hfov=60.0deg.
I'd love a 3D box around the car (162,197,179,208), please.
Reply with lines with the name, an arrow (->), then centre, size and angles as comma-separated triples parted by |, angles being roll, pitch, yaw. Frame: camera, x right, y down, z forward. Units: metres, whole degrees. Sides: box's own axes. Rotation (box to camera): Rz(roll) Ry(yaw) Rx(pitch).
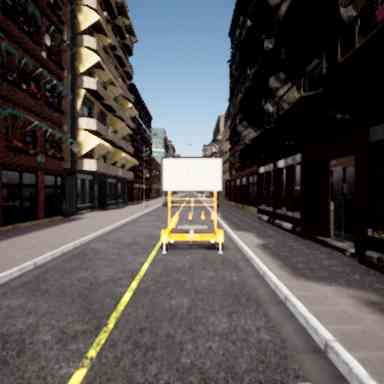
car -> -2.792, 1.319, 43.908 | 1.994, 1.385, 4.181 | 0, 0, 0

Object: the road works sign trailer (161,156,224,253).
road works sign trailer -> 0.014, 0.386, 13.210 | 2.380, 3.560, 2.880 | 0, 0, 0
